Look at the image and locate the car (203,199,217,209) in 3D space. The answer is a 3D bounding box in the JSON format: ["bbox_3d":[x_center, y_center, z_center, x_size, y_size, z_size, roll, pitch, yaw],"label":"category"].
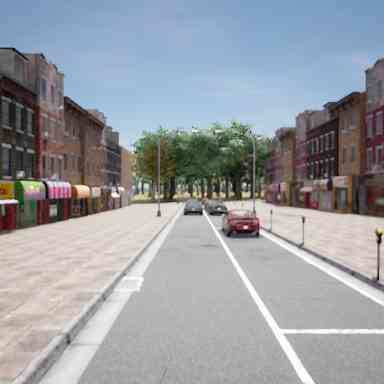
[{"bbox_3d":[2.732,1.817,51.209,2.008,1.369,4.403,-1,0,0],"label":"car"}]

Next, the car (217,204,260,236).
[{"bbox_3d":[2.665,1.629,18.771,1.887,1.381,4.507,-1,0,0],"label":"car"}]

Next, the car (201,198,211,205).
[{"bbox_3d":[2.766,1.919,67.429,1.887,1.381,4.507,-1,0,0],"label":"car"}]

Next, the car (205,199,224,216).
[{"bbox_3d":[2.699,1.734,34.990,1.947,1.339,4.313,-1,0,0],"label":"car"}]

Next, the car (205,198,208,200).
[{"bbox_3d":[2.710,1.750,40.397,2.008,1.369,4.403,-1,0,0],"label":"car"}]

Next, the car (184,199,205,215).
[{"bbox_3d":[0.164,1.737,35.783,1.994,1.385,4.181,0,0,1],"label":"car"}]

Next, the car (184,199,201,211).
[{"bbox_3d":[0.118,1.723,45.773,2.128,1.511,4.902,0,0,2],"label":"car"}]
